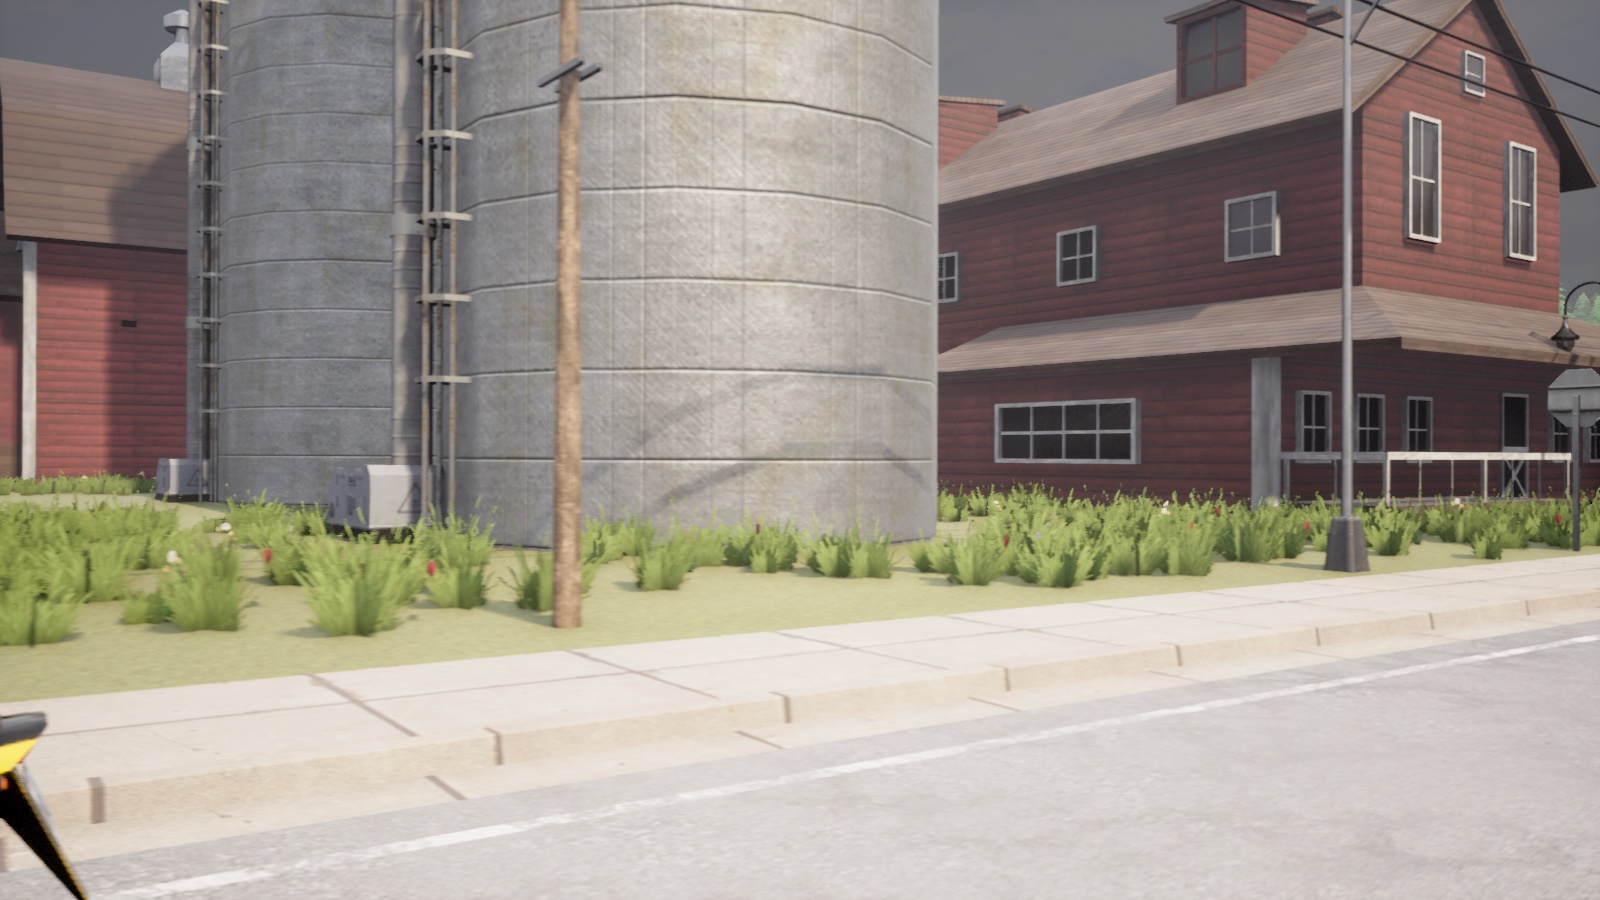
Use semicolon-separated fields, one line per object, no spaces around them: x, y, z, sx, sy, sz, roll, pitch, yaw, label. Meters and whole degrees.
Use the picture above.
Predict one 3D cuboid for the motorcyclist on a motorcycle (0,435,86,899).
-2.337;0.735;1.989;2.044;1.523;0.797;0;0;-34;motorcyclist on a motorcycle
